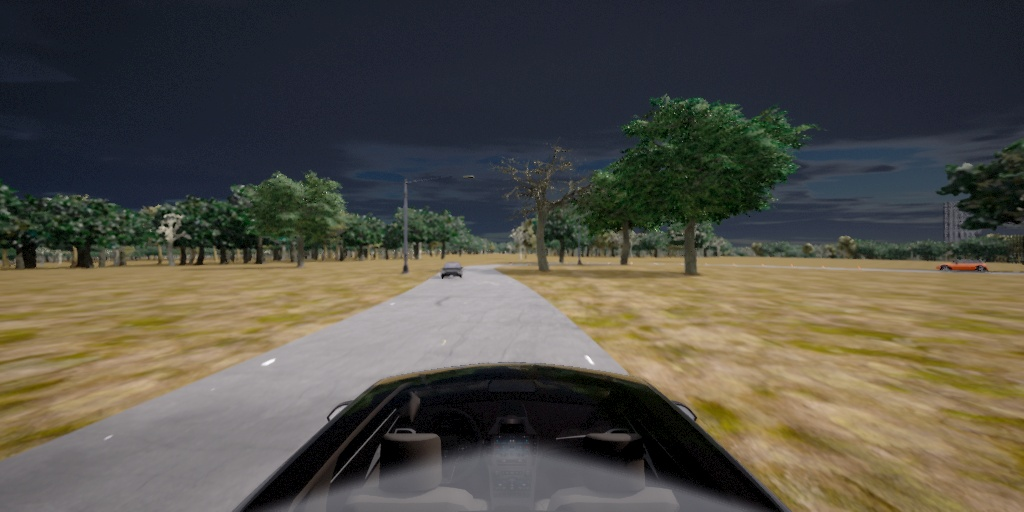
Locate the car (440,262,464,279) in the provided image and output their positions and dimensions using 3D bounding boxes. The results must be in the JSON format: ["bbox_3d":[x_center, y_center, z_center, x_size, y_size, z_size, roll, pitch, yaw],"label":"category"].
[{"bbox_3d":[-5.209,1.231,31.557,2.033,1.411,5.357,0,0,-7],"label":"car"}]
